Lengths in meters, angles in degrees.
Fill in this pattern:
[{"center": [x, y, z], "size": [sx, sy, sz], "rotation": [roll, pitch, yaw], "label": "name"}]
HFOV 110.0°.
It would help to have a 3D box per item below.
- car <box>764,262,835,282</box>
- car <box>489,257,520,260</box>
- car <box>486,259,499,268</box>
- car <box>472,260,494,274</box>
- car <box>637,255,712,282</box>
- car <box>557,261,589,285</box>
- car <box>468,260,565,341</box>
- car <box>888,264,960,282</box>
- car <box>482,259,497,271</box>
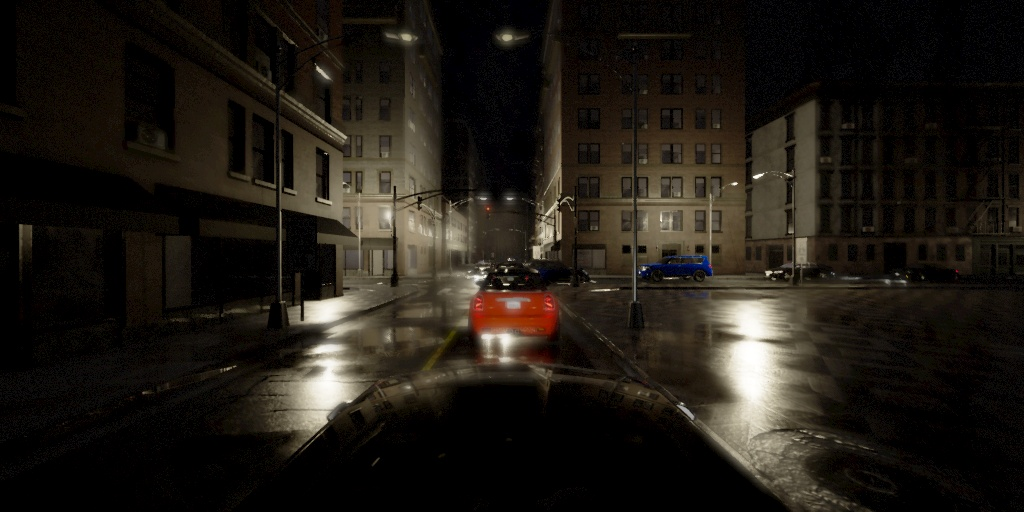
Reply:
[{"center": [22.979, 1.246, 28.767], "size": [4.902, 1.511, 2.128], "rotation": [0, 0, -1], "label": "car"}, {"center": [-0.185, 1.101, 18.901], "size": [2.097, 1.767, 4.553], "rotation": [0, 0, -3], "label": "car"}, {"center": [-3.281, 1.293, 61.813], "size": [2.033, 1.411, 5.357], "rotation": [0, 0, 0], "label": "car"}, {"center": [-3.229, 1.238, 41.295], "size": [2.128, 1.511, 4.902], "rotation": [0, 0, 0], "label": "car"}, {"center": [12.957, 0.974, 28.663], "size": [5.566, 2.045, 2.150], "rotation": [0, 0, -1], "label": "car"}, {"center": [3.109, 1.104, 25.360], "size": [4.553, 1.767, 2.097], "rotation": [0, 0, -1], "label": "car"}, {"center": [0.046, 1.102, 9.980], "size": [2.097, 1.767, 4.553], "rotation": [0, 0, 0], "label": "car"}, {"center": [33.034, 1.320, 28.851], "size": [4.181, 1.385, 1.994], "rotation": [0, 0, 0], "label": "car"}, {"center": [-3.247, 1.251, 51.542], "size": [1.837, 1.490, 4.892], "rotation": [0, 0, 0], "label": "car"}]
